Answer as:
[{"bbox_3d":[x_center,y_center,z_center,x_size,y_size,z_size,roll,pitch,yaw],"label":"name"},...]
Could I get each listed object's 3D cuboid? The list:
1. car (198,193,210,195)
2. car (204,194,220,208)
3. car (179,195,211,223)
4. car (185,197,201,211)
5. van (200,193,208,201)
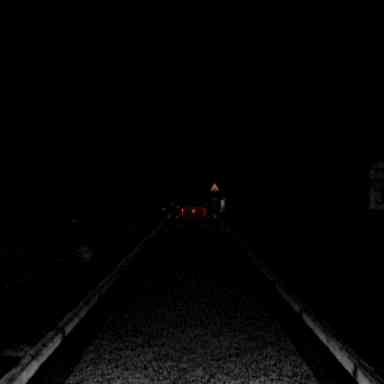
[{"bbox_3d":[3.015,1.188,71.546,2.435,2.045,5.566,0,0,0],"label":"car"},{"bbox_3d":[3.009,1.479,49.548,2.231,1.521,4.892,0,0,0],"label":"car"},{"bbox_3d":[0.107,1.362,25.591,2.097,1.767,4.553,0,0,0],"label":"car"},{"bbox_3d":[0.111,1.482,43.002,1.882,1.535,5.008,0,0,0],"label":"car"},{"bbox_3d":[3.017,1.209,82.677,1.878,1.987,4.442,0,0,0],"label":"van"}]
